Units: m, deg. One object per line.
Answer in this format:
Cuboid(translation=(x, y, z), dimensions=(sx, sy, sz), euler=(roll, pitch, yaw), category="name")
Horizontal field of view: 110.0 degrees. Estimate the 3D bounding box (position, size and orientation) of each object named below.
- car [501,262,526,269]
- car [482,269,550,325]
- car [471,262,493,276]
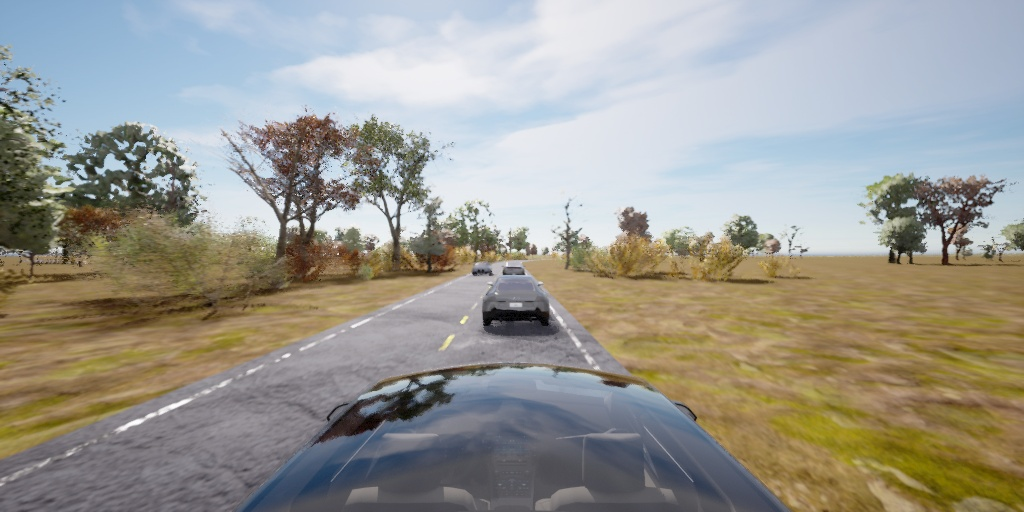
Cuboid(translation=(0.135, 1.241, 30.739), dimensions=(2.128, 1.511, 4.902), euler=(0, 0, 0), category="car")
Cuboid(translation=(0.111, 1.314, 11.853), dimensions=(1.994, 1.385, 4.181), euler=(0, 0, 0), category="car")
Cuboid(translation=(-3.047, 1.312, 37.308), dimensions=(1.994, 1.385, 4.181), euler=(0, 0, 0), category="car")
